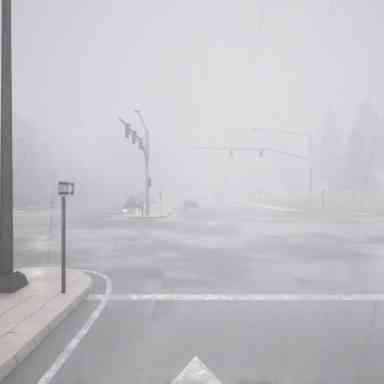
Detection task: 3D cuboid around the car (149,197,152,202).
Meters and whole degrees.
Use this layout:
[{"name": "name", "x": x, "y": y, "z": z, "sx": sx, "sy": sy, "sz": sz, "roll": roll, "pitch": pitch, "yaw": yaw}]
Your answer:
[{"name": "car", "x": -8.399, "y": 1.506, "z": 56.421, "sx": 1.837, "sy": 1.490, "sz": 4.892, "roll": 0, "pitch": 0, "yaw": 0}]

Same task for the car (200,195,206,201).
[{"name": "car", "x": 2.727, "y": 1.524, "z": 85.886, "sx": 1.812, "sy": 1.442, "sz": 4.674, "roll": 0, "pitch": 0, "yaw": -1}]

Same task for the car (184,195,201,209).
[{"name": "car", "x": -0.135, "y": 1.525, "z": 44.781, "sx": 1.812, "sy": 1.442, "sz": 4.674, "roll": 0, "pitch": 0, "yaw": -1}]

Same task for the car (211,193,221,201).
[{"name": "car", "x": 6.227, "y": 1.225, "z": 85.894, "sx": 2.150, "sy": 2.045, "sz": 5.566, "roll": 0, "pitch": 0, "yaw": -1}]

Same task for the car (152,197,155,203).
[{"name": "car", "x": -8.497, "y": 1.600, "z": 66.823, "sx": 1.895, "sy": 1.301, "sz": 4.718, "roll": 0, "pitch": 0, "yaw": 0}]

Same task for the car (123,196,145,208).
[{"name": "car", "x": -8.263, "y": 1.352, "z": 46.729, "sx": 2.097, "sy": 1.767, "sz": 4.553, "roll": 0, "pitch": 0, "yaw": -1}]

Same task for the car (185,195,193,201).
[{"name": "car", "x": -0.772, "y": 1.499, "z": 85.824, "sx": 1.837, "sy": 1.490, "sz": 4.892, "roll": 0, "pitch": 0, "yaw": -1}]
